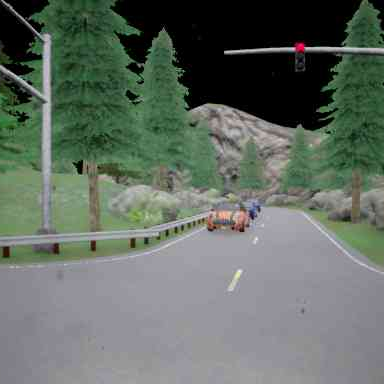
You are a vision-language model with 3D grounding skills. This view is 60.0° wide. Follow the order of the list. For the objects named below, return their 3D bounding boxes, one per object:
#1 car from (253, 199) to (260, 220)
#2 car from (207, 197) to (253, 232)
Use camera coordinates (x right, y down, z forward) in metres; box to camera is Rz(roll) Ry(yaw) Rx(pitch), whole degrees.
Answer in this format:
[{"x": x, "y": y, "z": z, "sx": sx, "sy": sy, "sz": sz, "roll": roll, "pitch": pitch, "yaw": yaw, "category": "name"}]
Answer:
[{"x": 4.653, "y": 1.522, "z": 29.154, "sx": 1.882, "sy": 1.535, "sz": 5.008, "roll": 0, "pitch": 0, "yaw": 15, "category": "car"}, {"x": 2.310, "y": 1.383, "z": 20.322, "sx": 2.097, "sy": 1.767, "sz": 4.553, "roll": 0, "pitch": 0, "yaw": 15, "category": "car"}]
